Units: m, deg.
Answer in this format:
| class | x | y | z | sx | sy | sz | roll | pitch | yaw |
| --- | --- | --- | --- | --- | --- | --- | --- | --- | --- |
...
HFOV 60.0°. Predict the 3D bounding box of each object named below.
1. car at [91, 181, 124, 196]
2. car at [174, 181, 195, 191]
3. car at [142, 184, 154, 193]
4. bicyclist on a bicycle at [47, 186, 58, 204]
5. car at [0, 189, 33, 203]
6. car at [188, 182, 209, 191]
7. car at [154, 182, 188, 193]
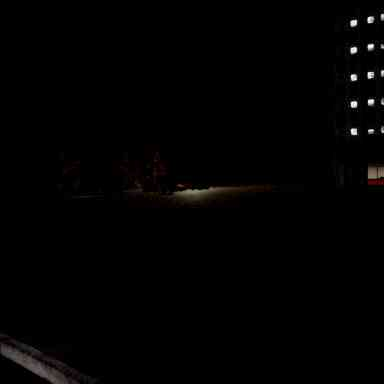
| class | x | y | z | sx | sy | sz | roll | pitch | yaw |
| --- | --- | --- | --- | --- | --- | --- | --- | --- | --- |
| car | -12.771 | -0.565 | 50.742 | 2.150 | 2.045 | 5.566 | 0 | 2 | 31 |
| car | -1.379 | -1.200 | 63.769 | 2.097 | 1.767 | 4.553 | 0 | 2 | 29 |
| car | -6.059 | -0.584 | 55.445 | 2.033 | 1.411 | 5.357 | 0 | 2 | 30 |
| bicyclist on a bicycle | -12.699 | 0.252 | 30.290 | 1.656 | 1.620 | 0.582 | -1 | 2 | 33 |
| car | -20.651 | 0.413 | 38.077 | 1.812 | 1.442 | 4.674 | 0 | 2 | 33 |
| car | 1.498 | -0.965 | 62.255 | 1.895 | 1.301 | 4.718 | 0 | 2 | 29 |
| car | -3.281 | -0.591 | 53.758 | 2.033 | 1.411 | 5.357 | 0 | 2 | 30 |
